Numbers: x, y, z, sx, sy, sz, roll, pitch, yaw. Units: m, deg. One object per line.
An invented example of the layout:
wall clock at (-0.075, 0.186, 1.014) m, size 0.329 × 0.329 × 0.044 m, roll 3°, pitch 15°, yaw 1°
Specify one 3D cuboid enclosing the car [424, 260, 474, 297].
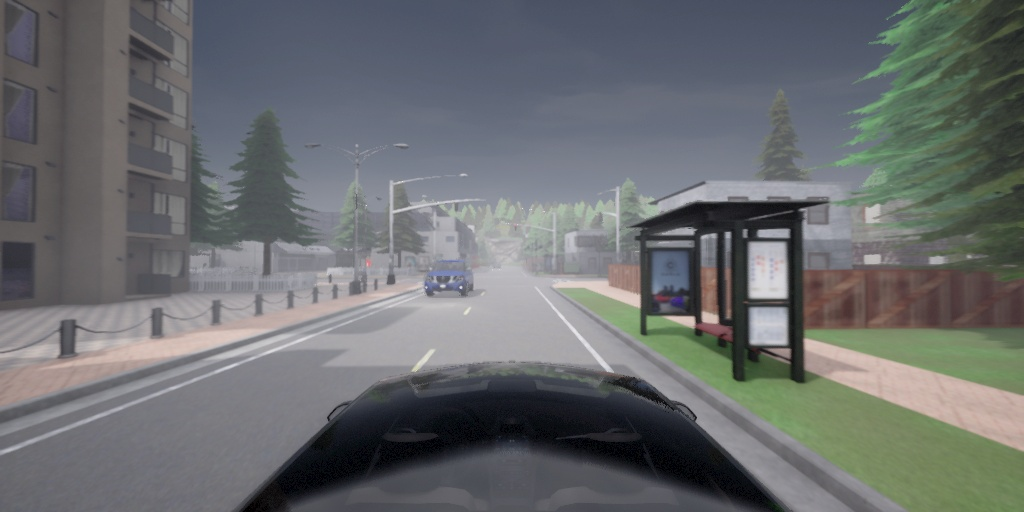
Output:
car at (-3.522, 1.229, 21.127) m, size 2.150 × 2.045 × 5.566 m, roll 0°, pitch -1°, yaw 0°
